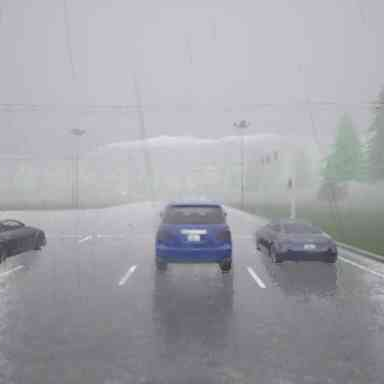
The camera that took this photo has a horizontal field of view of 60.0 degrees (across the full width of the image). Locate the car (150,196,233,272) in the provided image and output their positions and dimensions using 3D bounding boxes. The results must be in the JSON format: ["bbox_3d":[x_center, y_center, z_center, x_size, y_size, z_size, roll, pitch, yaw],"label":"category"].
[{"bbox_3d":[0.050,1.288,11.169,2.150,2.045,5.566,0,0,0],"label":"car"}]

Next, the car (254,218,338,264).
[{"bbox_3d":[3.554,1.635,12.058,1.994,1.385,4.181,0,0,0],"label":"car"}]

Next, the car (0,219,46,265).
[{"bbox_3d":[-6.948,1.635,11.922,1.994,1.385,4.181,0,0,0],"label":"car"}]

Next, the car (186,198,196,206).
[{"bbox_3d":[-0.223,1.916,65.750,1.812,1.442,4.674,0,0,0],"label":"car"}]
